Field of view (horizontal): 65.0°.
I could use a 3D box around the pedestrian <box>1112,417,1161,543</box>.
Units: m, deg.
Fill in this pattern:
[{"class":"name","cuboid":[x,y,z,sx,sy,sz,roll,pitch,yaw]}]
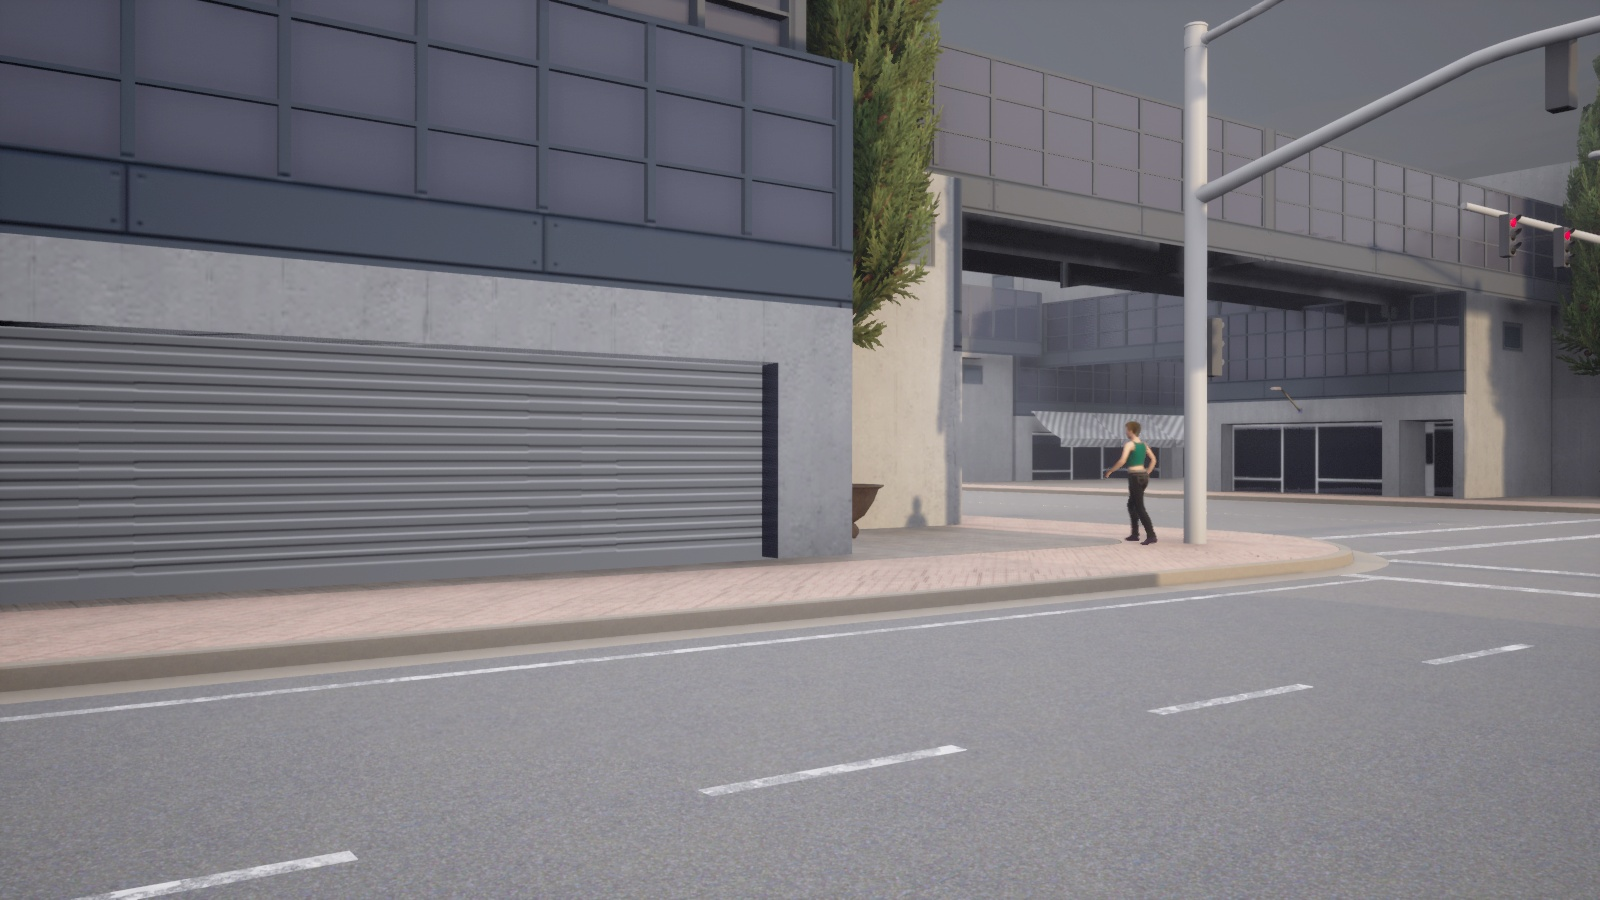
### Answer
[{"class":"pedestrian","cuboid":[4.970,0.438,18.562,0.345,1.836,0.594,0,0,-39]}]
